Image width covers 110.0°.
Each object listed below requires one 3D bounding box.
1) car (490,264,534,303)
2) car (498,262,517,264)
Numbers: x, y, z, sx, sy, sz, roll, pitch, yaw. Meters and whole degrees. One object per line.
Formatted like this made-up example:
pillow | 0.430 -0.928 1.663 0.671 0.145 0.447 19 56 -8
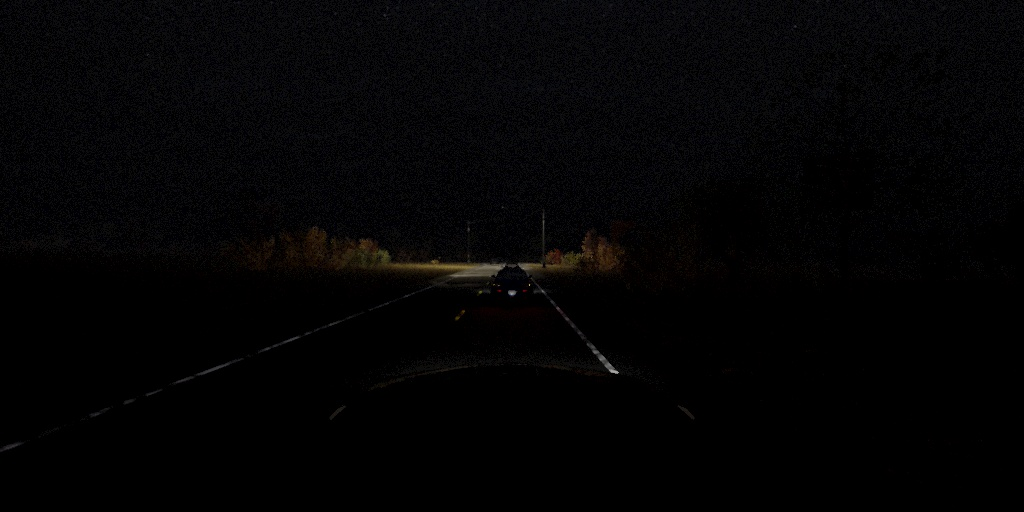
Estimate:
car | 0.000 1.285 16.501 1.812 1.442 4.674 0 0 0
car | 0.000 1.332 31.501 1.994 1.385 4.181 0 0 0
